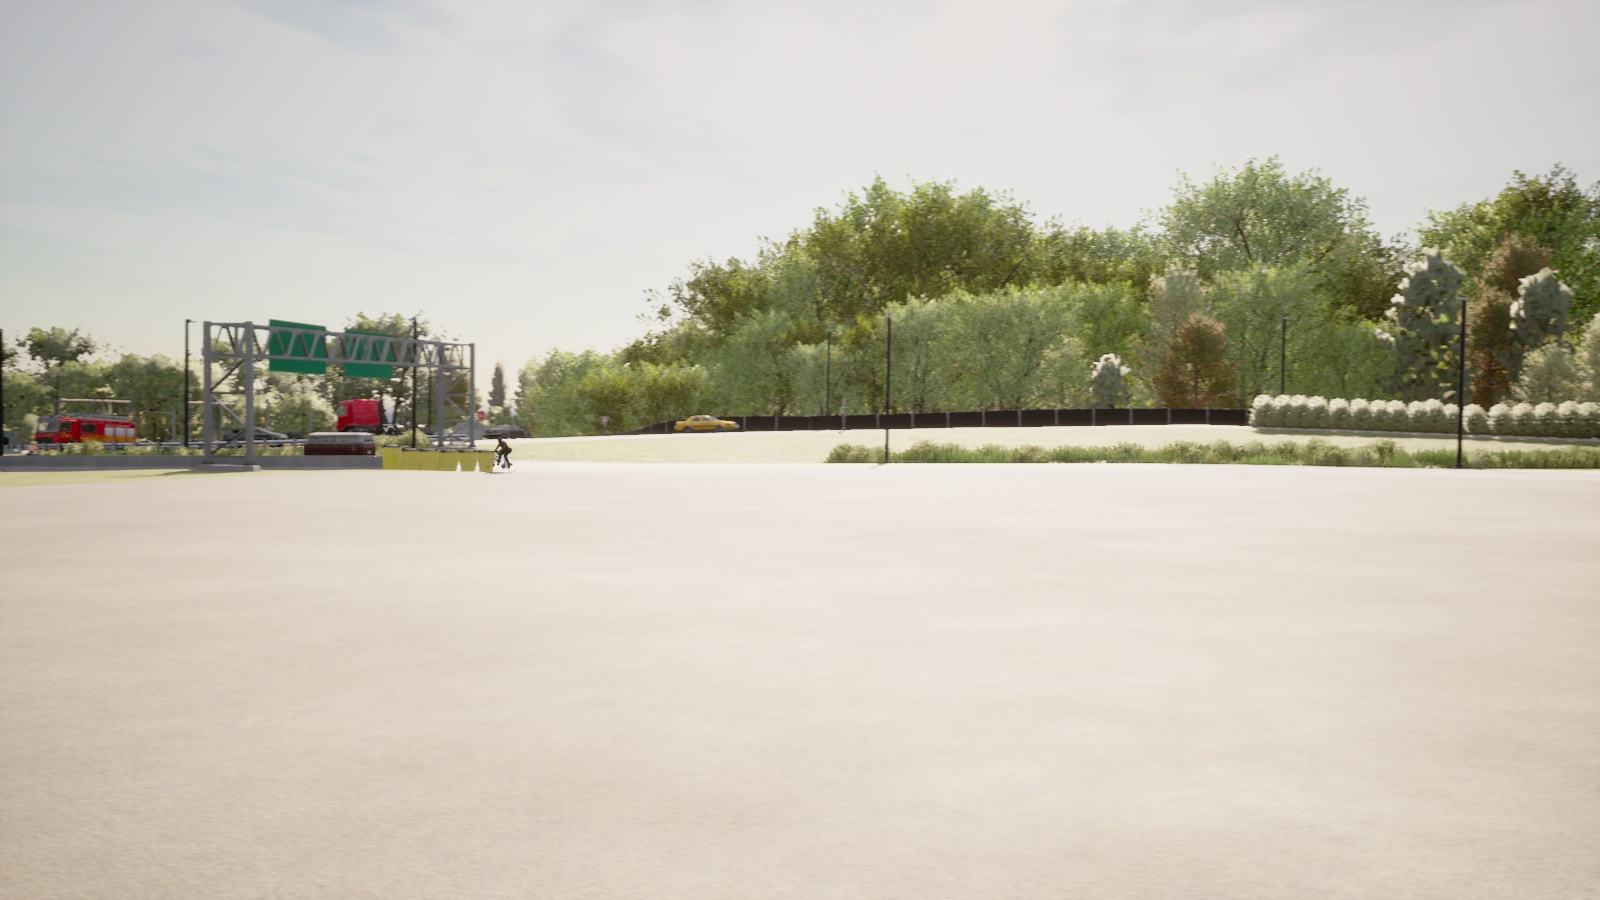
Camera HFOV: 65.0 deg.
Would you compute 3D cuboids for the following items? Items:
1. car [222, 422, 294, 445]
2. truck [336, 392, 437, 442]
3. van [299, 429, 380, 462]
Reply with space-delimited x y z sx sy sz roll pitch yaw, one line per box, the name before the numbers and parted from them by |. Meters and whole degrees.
car | -37.553 -1.146 87.045 4.193 1.474 1.816 -1 1 -6
truck | -30.876 -2.408 93.645 7.936 3.462 2.891 -1 0 36
van | -28.557 -0.296 77.978 4.442 1.987 1.775 0 1 11
